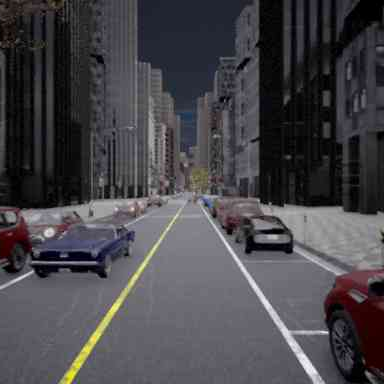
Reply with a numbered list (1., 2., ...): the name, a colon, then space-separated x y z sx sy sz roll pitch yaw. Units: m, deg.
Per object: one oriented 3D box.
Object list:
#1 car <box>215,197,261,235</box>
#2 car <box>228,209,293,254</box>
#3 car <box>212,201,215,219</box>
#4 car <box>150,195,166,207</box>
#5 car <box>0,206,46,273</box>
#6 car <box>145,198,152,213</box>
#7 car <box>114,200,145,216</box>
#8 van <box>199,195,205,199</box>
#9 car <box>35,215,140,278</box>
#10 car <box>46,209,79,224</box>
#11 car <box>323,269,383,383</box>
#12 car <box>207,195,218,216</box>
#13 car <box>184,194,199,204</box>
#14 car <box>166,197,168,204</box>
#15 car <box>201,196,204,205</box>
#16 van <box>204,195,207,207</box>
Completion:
1. car: 2.765 1.345 18.972 2.192 1.841 5.009 0 0 0
2. car: 2.764 1.587 13.458 1.947 1.339 4.313 0 0 0
3. car: 2.767 1.583 24.484 1.887 1.381 4.507 0 0 0
4. car: -5.752 1.395 52.046 2.192 1.841 5.009 0 0 0
5. car: -5.762 1.324 7.941 2.192 1.841 5.009 0 0 0
6. car: -5.756 1.577 35.336 1.752 1.417 4.829 0 0 0
7. car: -5.757 1.483 29.993 1.967 1.590 4.097 0 0 0
8. van: 2.776 1.444 63.072 1.690 1.788 3.998 0 0 0
9. car: -3.076 1.614 10.333 1.895 1.301 4.718 0 0 1
10. car: -5.761 1.457 13.454 1.967 1.590 4.097 0 0 0
11. car: 2.761 1.320 2.434 2.192 1.841 5.009 0 0 0
12. car: 2.768 1.363 29.997 2.192 1.841 5.009 0 0 0
13. car: 0.015 1.595 64.335 2.128 1.511 4.902 0 0 0
14. car: -5.750 1.640 57.559 2.008 1.369 4.403 0 0 0
15. car: 2.773 1.650 52.047 1.947 1.339 4.313 0 0 0
16. van: 2.771 1.407 41.022 1.690 1.788 3.998 0 0 0
